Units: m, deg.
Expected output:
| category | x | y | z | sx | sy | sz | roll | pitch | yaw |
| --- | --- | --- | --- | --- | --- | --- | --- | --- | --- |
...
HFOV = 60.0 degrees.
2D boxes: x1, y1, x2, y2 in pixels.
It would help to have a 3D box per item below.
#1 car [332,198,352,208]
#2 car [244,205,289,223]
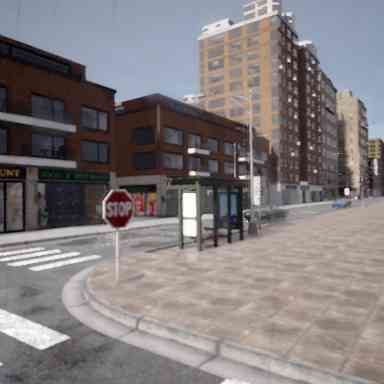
| category | x | y | z | sx | sy | sz | roll | pitch | yaw |
| --- | --- | --- | --- | --- | --- | --- | --- | --- | --- |
| car | 21.878 | 1.539 | 48.432 | 2.033 | 1.411 | 5.357 | -1 | -1 | 35 |
| car | 5.924 | 1.643 | 25.963 | 1.895 | 1.301 | 4.718 | -1 | -1 | 35 |
